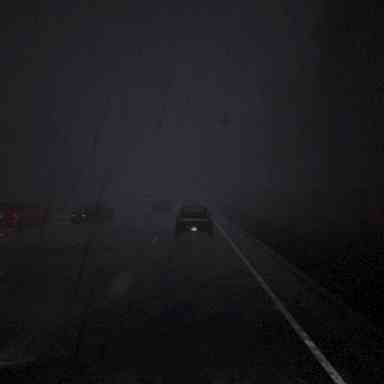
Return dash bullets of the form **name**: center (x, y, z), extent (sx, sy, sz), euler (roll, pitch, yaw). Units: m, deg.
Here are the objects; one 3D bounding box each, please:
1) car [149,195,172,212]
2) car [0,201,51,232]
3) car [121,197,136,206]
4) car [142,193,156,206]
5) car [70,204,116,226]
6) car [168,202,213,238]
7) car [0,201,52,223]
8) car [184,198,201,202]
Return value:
- **car**: center (-3.406, 1.488, 38.199), extent (1.882, 1.535, 5.008), euler (0, 0, 0)
- **car**: center (-10.405, 1.357, 20.253), extent (2.097, 1.767, 4.553), euler (0, 0, 0)
- **car**: center (-10.411, 1.520, 54.786), extent (1.837, 1.490, 4.892), euler (0, 0, 0)
- **car**: center (-6.910, 1.236, 55.364), extent (2.150, 2.045, 5.566), euler (0, 0, 0)
- **car**: center (-6.905, 1.554, 23.650), extent (2.033, 1.411, 5.357), euler (0, 0, 0)
- **car**: center (0.096, 1.497, 17.764), extent (2.128, 1.511, 4.902), euler (0, 0, 0)
- **car**: center (-13.259, 1.513, 26.672), extent (1.837, 1.490, 4.892), euler (0, 0, 3)
- **car**: center (0.092, 1.503, 42.460), extent (2.128, 1.511, 4.902), euler (0, 0, 0)
